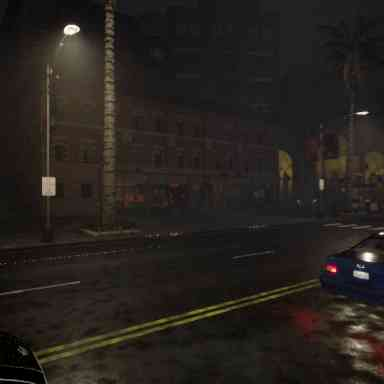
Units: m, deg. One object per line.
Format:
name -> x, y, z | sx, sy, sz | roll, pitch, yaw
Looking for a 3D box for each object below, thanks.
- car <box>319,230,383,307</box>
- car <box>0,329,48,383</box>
car -> 5.104, 1.547, 7.481 | 5.357, 1.411, 2.033 | 0, 0, -36
car -> -3.035, 1.352, 1.518 | 4.553, 1.767, 2.097 | 0, 0, -36
